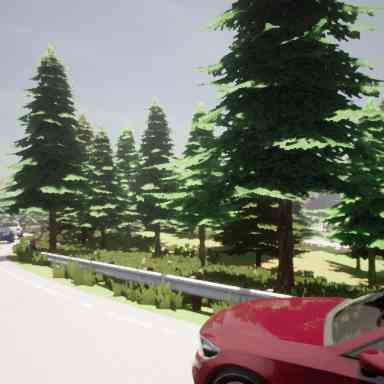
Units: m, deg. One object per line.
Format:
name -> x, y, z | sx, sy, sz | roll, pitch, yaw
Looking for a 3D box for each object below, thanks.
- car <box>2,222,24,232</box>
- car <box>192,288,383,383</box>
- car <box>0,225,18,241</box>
car -> -21.578, 4.629, 39.867 | 2.150, 2.045, 5.566 | 0, -5, -24
car -> 2.218, 1.528, 2.805 | 4.674, 1.442, 1.812 | 0, 0, 32
car -> -17.416, 3.982, 30.395 | 1.812, 1.442, 4.674 | 0, -5, -23
